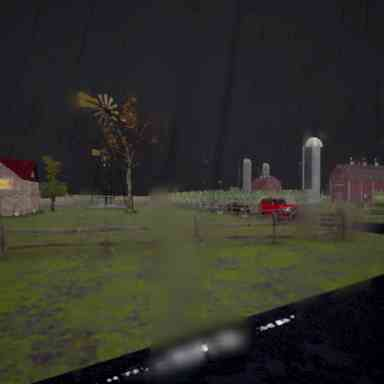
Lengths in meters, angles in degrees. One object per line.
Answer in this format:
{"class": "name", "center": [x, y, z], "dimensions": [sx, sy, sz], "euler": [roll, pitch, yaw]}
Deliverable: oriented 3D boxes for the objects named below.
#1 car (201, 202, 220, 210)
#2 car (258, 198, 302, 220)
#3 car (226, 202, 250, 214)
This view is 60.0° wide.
{"class": "car", "center": [2.983, 2.338, 54.464], "dimensions": [1.895, 1.301, 4.718], "euler": [1, -1, -15]}
{"class": "car", "center": [8.604, 1.596, 33.087], "dimensions": [2.150, 2.045, 5.566], "euler": [1, -1, -15]}
{"class": "car", "center": [5.920, 2.035, 43.205], "dimensions": [2.128, 1.511, 4.902], "euler": [1, -1, -15]}
